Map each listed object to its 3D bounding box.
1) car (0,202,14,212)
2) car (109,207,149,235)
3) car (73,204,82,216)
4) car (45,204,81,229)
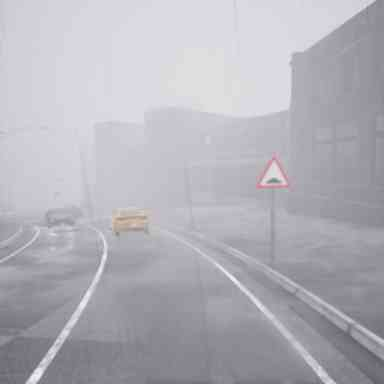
[{"bbox_3d":[-34.520,2.824,61.921,2.097,1.767,4.553,-2,0,-22],"label":"car"},{"bbox_3d":[-3.883,1.631,20.077,1.882,1.535,5.008,-2,0,-19],"label":"car"},{"bbox_3d":[-14.077,2.121,37.927,1.994,1.385,4.181,-4,1,-38],"label":"car"},{"bbox_3d":[-10.389,1.963,25.925,2.033,1.411,5.357,-2,0,-28],"label":"car"}]
